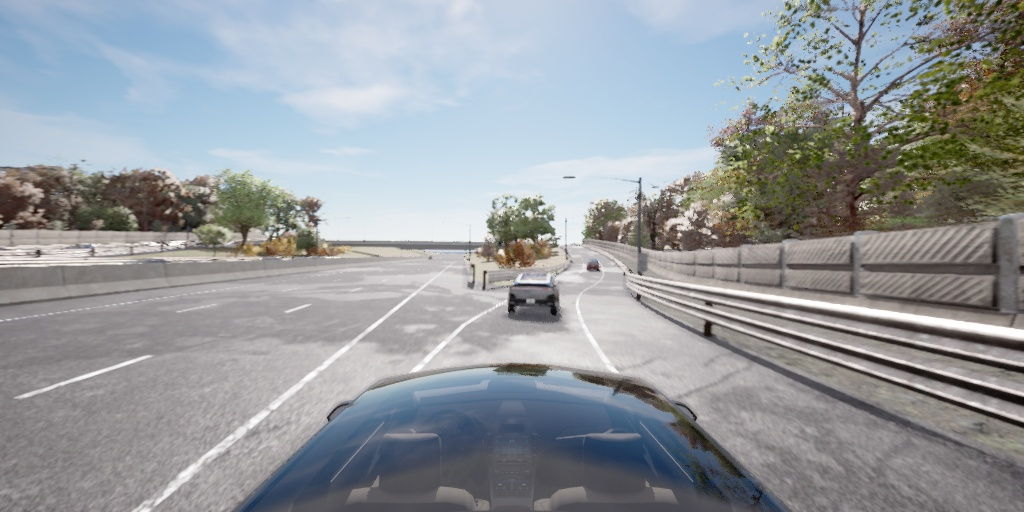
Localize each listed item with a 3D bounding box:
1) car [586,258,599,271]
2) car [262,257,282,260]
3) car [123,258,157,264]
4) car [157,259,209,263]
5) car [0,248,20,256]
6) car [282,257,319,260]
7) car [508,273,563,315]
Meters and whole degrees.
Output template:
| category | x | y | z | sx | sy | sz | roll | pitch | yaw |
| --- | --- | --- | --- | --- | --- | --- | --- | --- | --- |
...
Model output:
| category | x | y | z | sx | sy | sz | roll | pitch | yaw |
| --- | --- | --- | --- | --- | --- | --- | --- | --- | --- |
| car | 13.807 | 1.570 | 61.300 | 2.097 | 1.767 | 4.553 | 1 | 2 | 13 |
| car | -31.950 | 0.916 | 47.556 | 1.837 | 1.490 | 4.892 | 1 | 0 | -7 |
| car | -29.432 | 0.907 | 28.737 | 1.882 | 1.535 | 5.008 | 1 | 0 | -8 |
| car | -25.982 | 1.030 | 29.328 | 1.994 | 1.385 | 4.181 | 1 | 0 | -8 |
| car | -53.173 | -0.119 | 36.841 | 1.812 | 1.442 | 4.674 | 0 | 2 | -30 |
| car | -28.549 | 0.925 | 48.544 | 1.882 | 1.535 | 5.008 | 1 | 0 | -7 |
| car | 1.032 | 1.445 | 14.770 | 2.128 | 1.511 | 4.902 | 1 | -2 | 9 |
